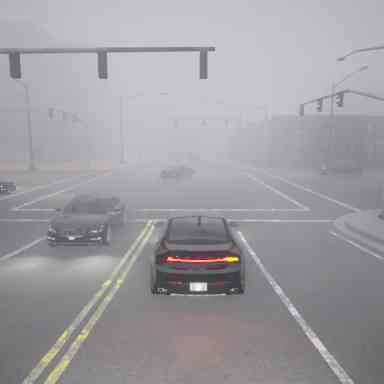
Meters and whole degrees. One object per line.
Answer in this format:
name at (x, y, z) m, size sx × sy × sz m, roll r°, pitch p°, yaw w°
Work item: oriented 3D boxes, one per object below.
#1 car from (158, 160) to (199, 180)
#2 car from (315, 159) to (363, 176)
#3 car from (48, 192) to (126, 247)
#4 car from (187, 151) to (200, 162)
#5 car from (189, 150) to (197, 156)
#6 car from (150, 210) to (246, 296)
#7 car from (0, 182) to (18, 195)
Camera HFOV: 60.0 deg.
car at (-1.416, -2.002, 32.502) m, size 2.033 × 1.411 × 5.357 m, roll 3°, pitch 9°, yaw 21°
car at (15.666, -2.658, 35.543) m, size 4.553 × 1.767 × 2.097 m, roll 0°, pitch 8°, yaw 0°
car at (-3.587, 0.853, 12.112) m, size 1.837 × 1.490 × 4.892 m, roll 1°, pitch 6°, yaw -2°
car at (0.296, -6.696, 61.997) m, size 2.150 × 2.045 × 5.566 m, roll 0°, pitch 8°, yaw 0°
car at (0.282, -10.454, 89.579) m, size 2.033 × 1.411 × 5.357 m, roll 0°, pitch 8°, yaw 0°
car at (0.115, 1.199, 8.059) m, size 1.837 × 1.490 × 4.892 m, roll 0°, pitch 4°, yaw 0°
car at (-14.102, -0.345, 21.715) m, size 4.718 × 1.301 × 1.895 m, roll 0°, pitch 8°, yaw 0°
